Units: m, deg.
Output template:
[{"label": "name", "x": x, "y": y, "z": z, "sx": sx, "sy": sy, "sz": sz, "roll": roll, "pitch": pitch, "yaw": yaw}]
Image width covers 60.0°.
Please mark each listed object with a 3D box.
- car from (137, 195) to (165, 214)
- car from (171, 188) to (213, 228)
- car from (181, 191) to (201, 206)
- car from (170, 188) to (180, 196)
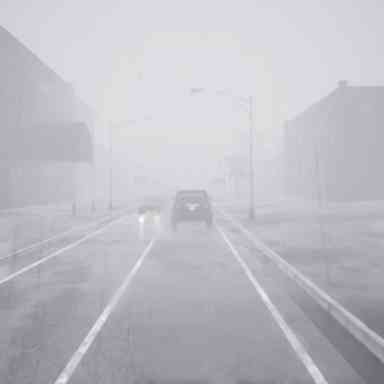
[{"label": "car", "x": -3.255, "y": 0.980, "z": 27.505, "sx": 2.033, "sy": 1.411, "sz": 5.357, "roll": 0, "pitch": 1, "yaw": 0}, {"label": "car", "x": -0.008, "y": 0.836, "z": 18.946, "sx": 2.150, "sy": 2.045, "sz": 5.566, "roll": 0, "pitch": 1, "yaw": 0}, {"label": "car", "x": -0.114, "y": 0.661, "z": 37.463, "sx": 2.128, "sy": 1.511, "sz": 4.902, "roll": 0, "pitch": 1, "yaw": 0}, {"label": "car", "x": -3.394, "y": -0.097, "z": 68.469, "sx": 1.837, "sy": 1.490, "sz": 4.892, "roll": 0, "pitch": 1, "yaw": 0}]
